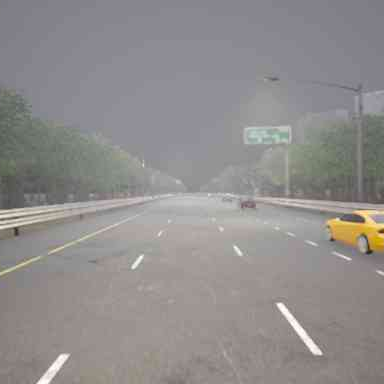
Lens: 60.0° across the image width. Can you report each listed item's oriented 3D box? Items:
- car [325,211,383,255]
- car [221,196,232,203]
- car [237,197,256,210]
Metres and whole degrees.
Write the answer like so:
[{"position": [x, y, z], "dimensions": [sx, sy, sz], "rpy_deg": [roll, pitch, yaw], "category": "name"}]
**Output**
[{"position": [7.008, 1.476, 13.247], "dimensions": [1.882, 1.535, 5.008], "rpy_deg": [0, 0, 0], "category": "car"}, {"position": [7.178, 1.481, 68.882], "dimensions": [2.033, 1.411, 5.357], "rpy_deg": [0, 0, 0], "category": "car"}, {"position": [7.091, 1.446, 43.438], "dimensions": [1.882, 1.535, 5.008], "rpy_deg": [0, 0, 0], "category": "car"}]
